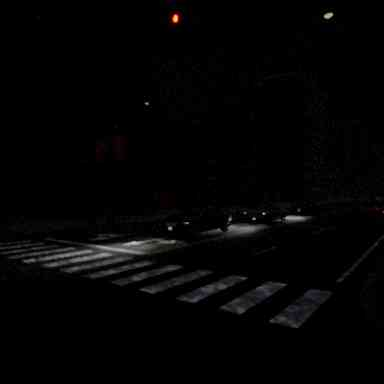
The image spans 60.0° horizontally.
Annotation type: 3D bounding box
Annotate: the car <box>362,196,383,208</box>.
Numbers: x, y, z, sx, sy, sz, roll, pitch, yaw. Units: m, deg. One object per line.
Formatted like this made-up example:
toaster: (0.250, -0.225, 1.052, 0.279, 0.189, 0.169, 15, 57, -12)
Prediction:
car: (26.722, 1.427, 49.365, 2.097, 1.767, 4.553, 0, 0, 35)

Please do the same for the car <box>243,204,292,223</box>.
car: (5.708, 1.602, 25.538, 1.895, 1.301, 4.718, 0, 0, 36)

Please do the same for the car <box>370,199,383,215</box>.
car: (19.825, 1.651, 33.931, 1.895, 1.301, 4.718, 0, 0, 35)

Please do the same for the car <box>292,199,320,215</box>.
car: (11.721, 1.510, 34.040, 2.128, 1.511, 4.902, 0, 0, 35)

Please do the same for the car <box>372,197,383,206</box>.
car: (32.448, 1.626, 57.498, 1.812, 1.442, 4.674, 0, 0, 35)

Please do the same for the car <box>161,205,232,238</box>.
car: (0.361, 1.481, 17.922, 2.128, 1.511, 4.902, 0, 0, 35)
